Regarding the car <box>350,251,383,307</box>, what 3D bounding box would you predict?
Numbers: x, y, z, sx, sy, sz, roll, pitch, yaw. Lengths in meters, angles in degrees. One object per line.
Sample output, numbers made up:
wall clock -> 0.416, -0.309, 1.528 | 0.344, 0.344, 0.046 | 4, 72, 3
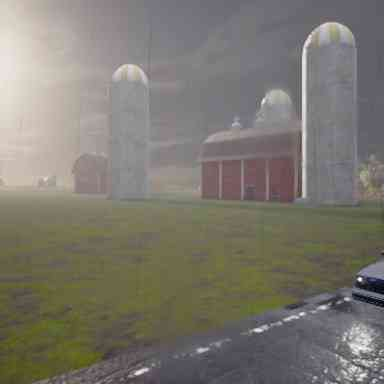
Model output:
car -> 5.600, 1.555, 7.111 | 5.357, 1.411, 2.033 | 0, 0, -36
